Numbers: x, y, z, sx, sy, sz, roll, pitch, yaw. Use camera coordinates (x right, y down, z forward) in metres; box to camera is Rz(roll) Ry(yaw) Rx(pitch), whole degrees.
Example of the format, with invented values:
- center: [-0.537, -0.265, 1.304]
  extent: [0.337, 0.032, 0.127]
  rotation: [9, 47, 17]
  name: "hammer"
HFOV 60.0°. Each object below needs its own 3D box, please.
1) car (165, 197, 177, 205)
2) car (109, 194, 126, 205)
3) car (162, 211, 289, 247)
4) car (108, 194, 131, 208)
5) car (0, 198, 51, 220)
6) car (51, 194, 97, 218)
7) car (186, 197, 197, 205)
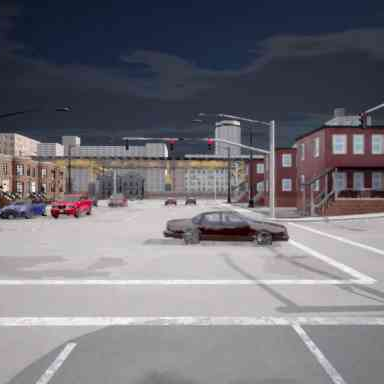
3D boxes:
- center: [-3.565, 1.526, 56.764]
  extent: [1.812, 1.442, 4.674]
  rotation: [0, 0, 0]
  name: "car"
- center: [-14.185, 1.327, 63.690]
  extent: [2.150, 2.045, 5.566]
  rotation: [0, 0, 0]
  name: "car"
- center: [1.437, 1.548, 14.645]
  extent: [5.357, 1.411, 2.033]
  rotation: [0, 0, 7]
  name: "car"
- center: [-10.731, 1.352, 48.249]
  extent: [2.097, 1.767, 4.553]
  rotation: [0, 0, 0]
  name: "car"
- center: [-14.181, 1.352, 28.268]
  extent: [2.097, 1.767, 4.553]
  rotation: [0, 0, 0]
  name: "car"
- center: [-10.684, 1.221, 29.956]
  extent: [2.150, 2.045, 5.566]
  rotation: [0, 0, 0]
  name: "car"
- center: [-0.170, 1.526, 58.582]
  extent: [1.812, 1.442, 4.674]
  rotation: [0, 0, 0]
  name: "car"
